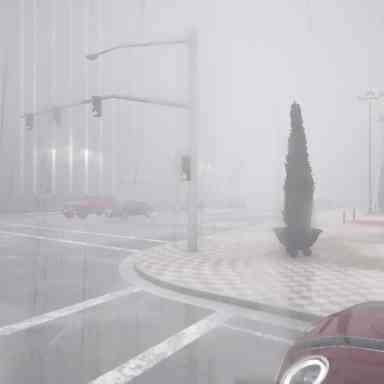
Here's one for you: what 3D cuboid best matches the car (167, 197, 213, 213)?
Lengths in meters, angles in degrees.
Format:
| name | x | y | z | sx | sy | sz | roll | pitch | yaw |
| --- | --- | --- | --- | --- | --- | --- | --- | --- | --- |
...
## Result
| name | x | y | z | sx | sy | sz | roll | pitch | yaw |
| --- | --- | --- | --- | --- | --- | --- | --- | --- | --- |
| car | -0.139 | 1.492 | 36.431 | 2.128 | 1.511 | 4.902 | 0 | 0 | 35 |

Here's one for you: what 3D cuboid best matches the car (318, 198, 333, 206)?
| name | x | y | z | sx | sy | sz | roll | pitch | yaw |
| --- | --- | --- | --- | --- | --- | --- | --- | --- | --- |
| car | 22.573 | 1.601 | 56.451 | 1.895 | 1.301 | 4.718 | 0 | 0 | 34 |

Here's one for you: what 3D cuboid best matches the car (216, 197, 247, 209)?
| name | x | y | z | sx | sy | sz | roll | pitch | yaw |
| --- | --- | --- | --- | --- | --- | --- | --- | --- | --- |
| car | 5.671 | 1.492 | 44.749 | 2.128 | 1.511 | 4.902 | 0 | 0 | 35 |

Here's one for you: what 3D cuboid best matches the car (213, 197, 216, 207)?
| name | x | y | z | sx | sy | sz | roll | pitch | yaw |
| --- | --- | --- | --- | --- | --- | --- | --- | --- | --- |
| car | 2.587 | 1.478 | 46.448 | 1.882 | 1.535 | 5.008 | 0 | 0 | 35 |

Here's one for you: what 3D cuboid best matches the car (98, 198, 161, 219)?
| name | x | y | z | sx | sy | sz | roll | pitch | yaw |
| --- | --- | --- | --- | --- | --- | --- | --- | --- | --- |
| car | -5.349 | 1.492 | 28.958 | 2.128 | 1.511 | 4.902 | 0 | 0 | 35 |

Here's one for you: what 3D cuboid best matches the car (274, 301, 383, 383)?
| name | x | y | z | sx | sy | sz | roll | pitch | yaw |
| --- | --- | --- | --- | --- | --- | --- | --- | --- | --- |
| car | 2.793 | 1.352 | 1.978 | 4.553 | 1.767 | 2.097 | 0 | 0 | 36 |

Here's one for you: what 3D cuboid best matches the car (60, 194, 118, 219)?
| name | x | y | z | sx | sy | sz | roll | pitch | yaw |
| --- | --- | --- | --- | --- | --- | --- | --- | --- | --- |
| car | -8.944 | 1.221 | 29.907 | 2.150 | 2.045 | 5.566 | 0 | 0 | 35 |

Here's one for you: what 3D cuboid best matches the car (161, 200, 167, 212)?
| name | x | y | z | sx | sy | sz | roll | pitch | yaw |
| --- | --- | --- | --- | --- | --- | --- | --- | --- | --- |
| car | -3.241 | 1.564 | 38.095 | 1.994 | 1.385 | 4.181 | 0 | 0 | 35 |
